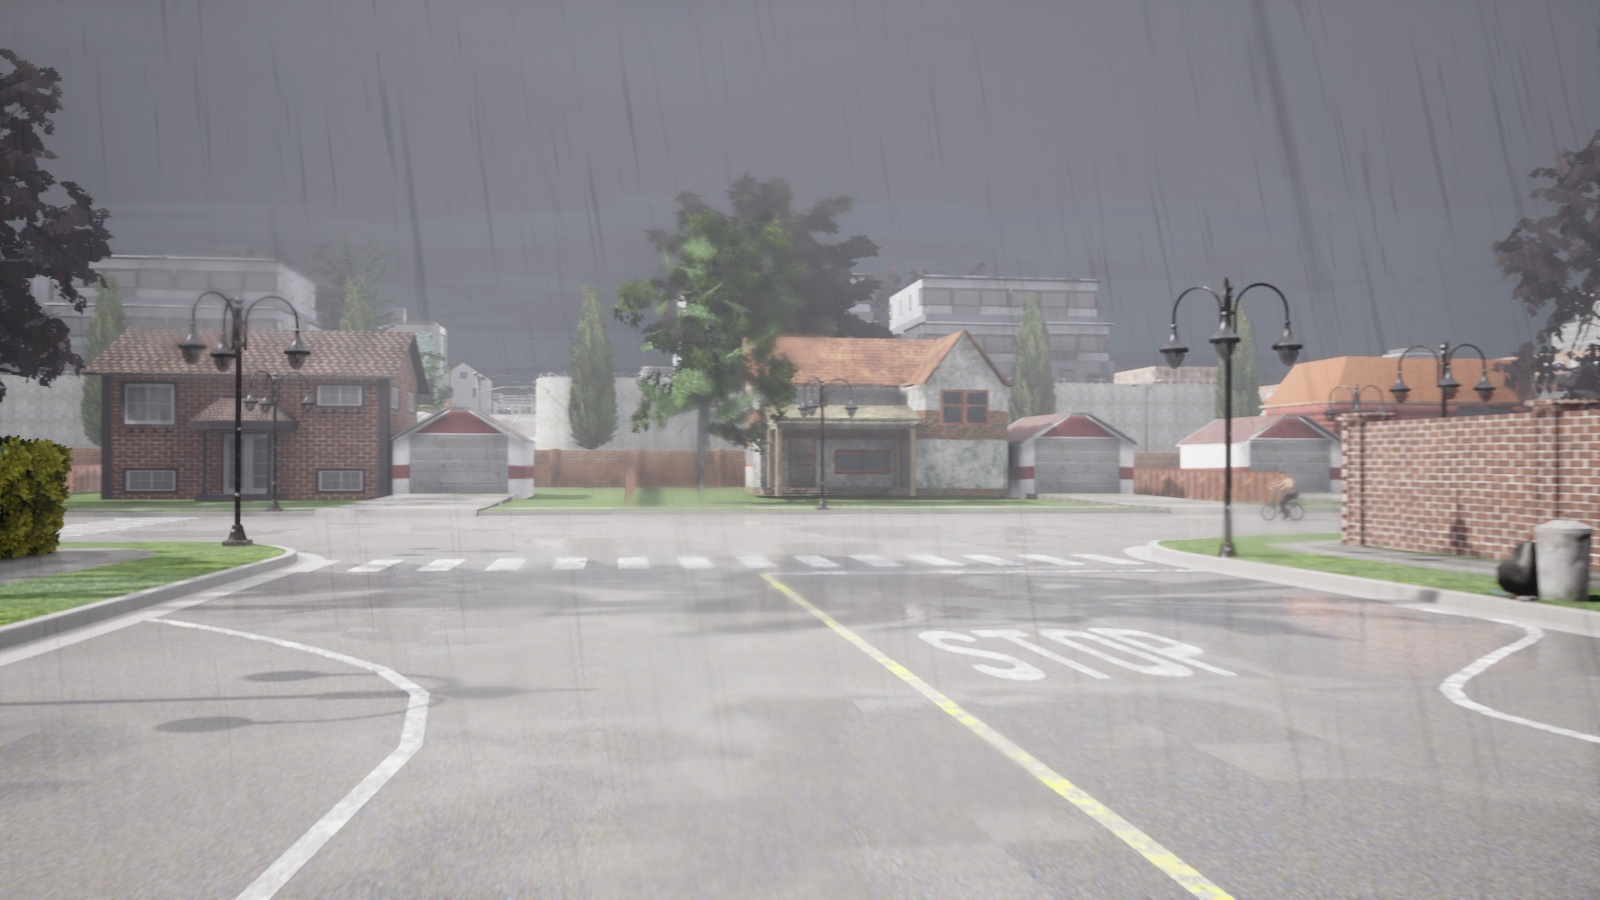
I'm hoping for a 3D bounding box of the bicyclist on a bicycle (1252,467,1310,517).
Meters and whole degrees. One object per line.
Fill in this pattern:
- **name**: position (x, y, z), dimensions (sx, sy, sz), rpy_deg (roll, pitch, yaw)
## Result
- **bicyclist on a bicycle**: position (15.575, 1.351, 40.656), dimensions (1.509, 1.612, 0.866), rpy_deg (0, -1, -8)
